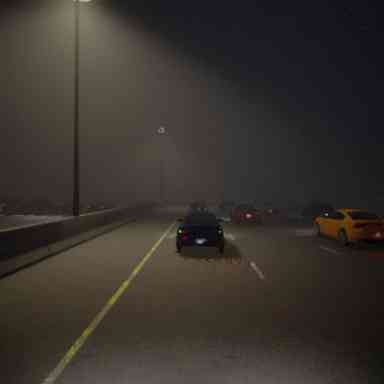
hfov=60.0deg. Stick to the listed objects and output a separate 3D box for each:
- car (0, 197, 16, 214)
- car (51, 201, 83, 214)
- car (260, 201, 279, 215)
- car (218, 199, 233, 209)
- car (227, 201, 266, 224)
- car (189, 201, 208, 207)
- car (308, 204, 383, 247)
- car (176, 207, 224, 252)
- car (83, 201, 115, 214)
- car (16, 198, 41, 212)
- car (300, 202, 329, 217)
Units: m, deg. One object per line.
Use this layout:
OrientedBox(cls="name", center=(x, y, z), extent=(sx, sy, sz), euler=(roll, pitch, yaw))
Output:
OrientedBox(cls="car", center=(-20.379, 1.414, 36.455), extent=(2.097, 1.767, 4.553), euler=(0, 0, 1))
OrientedBox(cls="car", center=(-13.382, 1.657, 36.272), extent=(1.895, 1.301, 4.718), euler=(0, 0, 1))
OrientedBox(cls="car", center=(7.694, 1.638, 34.763), extent=(1.812, 1.442, 4.674), euler=(0, 0, 1))
OrientedBox(cls="car", center=(4.313, 1.608, 41.620), extent=(2.128, 1.511, 4.902), euler=(0, 0, 1))
OrientedBox(cls="car", center=(4.032, 1.641, 25.488), extent=(1.994, 1.385, 4.181), euler=(0, 0, 1))
OrientedBox(cls="car", center=(0.664, 1.629, 33.151), extent=(2.033, 1.411, 5.357), euler=(0, 0, 1))
OrientedBox(cls="car", center=(7.358, 1.543, 15.564), extent=(1.882, 1.535, 5.008), euler=(0, 0, 1))
OrientedBox(cls="car", center=(0.331, 1.561, 14.055), extent=(1.812, 1.442, 4.674), euler=(0, 0, 1))
OrientedBox(cls="car", center=(-9.883, 1.657, 36.211), extent=(1.895, 1.301, 4.718), euler=(0, 0, 1))
OrientedBox(cls="car", center=(-16.880, 1.230, 36.365), extent=(1.994, 1.385, 4.181), euler=(0, 0, 1))
OrientedBox(cls="car", center=(11.104, 1.617, 29.529), extent=(1.837, 1.490, 4.892), euler=(0, 0, 1))
